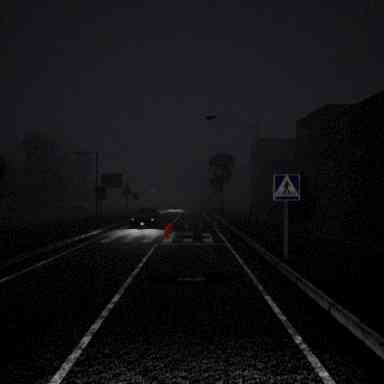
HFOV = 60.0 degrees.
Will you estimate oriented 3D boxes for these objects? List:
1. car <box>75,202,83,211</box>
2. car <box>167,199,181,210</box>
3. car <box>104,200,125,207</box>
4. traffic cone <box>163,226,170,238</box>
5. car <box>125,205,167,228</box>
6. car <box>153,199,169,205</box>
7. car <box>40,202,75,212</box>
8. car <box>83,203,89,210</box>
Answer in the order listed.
[{"bbox_3d":[-21.849,2.479,56.644,4.892,1.521,2.231,0,-1,0],"label":"car"},{"bbox_3d":[-3.167,2.705,65.144,2.128,1.511,4.902,0,-1,1],"label":"car"},{"bbox_3d":[-21.736,3.250,91.543,5.008,1.535,2.097,0,-1,0],"label":"car"},{"bbox_3d":[-1.369,2.138,17.774,0.340,0.580,0.340,0,-1,0],"label":"traffic cone"},{"bbox_3d":[-3.322,1.856,24.864,2.033,1.411,5.357,1,-2,0],"label":"car"},{"bbox_3d":[-8.646,3.321,94.265,4.892,1.521,2.231,0,-1,0],"label":"car"},{"bbox_3d":[-21.862,2.446,53.368,4.674,1.452,2.002,0,-1,0],"label":"car"},{"bbox_3d":[-21.849,2.549,59.917,5.008,1.535,2.097,0,-1,0],"label":"car"}]
